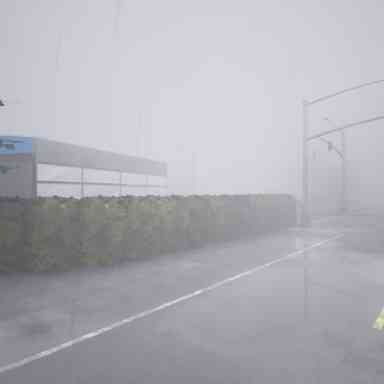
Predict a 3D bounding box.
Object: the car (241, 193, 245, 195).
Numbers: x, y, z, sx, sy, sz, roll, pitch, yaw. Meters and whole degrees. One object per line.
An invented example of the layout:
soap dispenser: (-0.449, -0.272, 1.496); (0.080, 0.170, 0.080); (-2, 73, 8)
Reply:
car: (12.253, 1.077, 78.127); (1.905, 1.878, 3.866); (0, 0, 38)

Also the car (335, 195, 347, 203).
car: (29.283, 1.374, 65.019); (1.845, 1.501, 3.633); (0, 0, 38)

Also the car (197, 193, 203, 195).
car: (2.215, 1.154, 86.060); (2.152, 1.636, 5.027); (0, 0, 38)

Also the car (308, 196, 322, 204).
car: (22.344, 1.384, 61.045); (1.970, 1.475, 3.806); (0, 0, 38)

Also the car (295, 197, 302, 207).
car: (13.149, 1.340, 44.587); (2.007, 1.523, 4.514); (0, 0, 38)

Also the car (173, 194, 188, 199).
car: (-3.021, 1.232, 89.786); (1.970, 1.475, 3.806); (0, 0, 38)

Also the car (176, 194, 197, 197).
car: (-1.695, 1.298, 66.086); (2.007, 1.523, 4.514); (0, 0, 38)
